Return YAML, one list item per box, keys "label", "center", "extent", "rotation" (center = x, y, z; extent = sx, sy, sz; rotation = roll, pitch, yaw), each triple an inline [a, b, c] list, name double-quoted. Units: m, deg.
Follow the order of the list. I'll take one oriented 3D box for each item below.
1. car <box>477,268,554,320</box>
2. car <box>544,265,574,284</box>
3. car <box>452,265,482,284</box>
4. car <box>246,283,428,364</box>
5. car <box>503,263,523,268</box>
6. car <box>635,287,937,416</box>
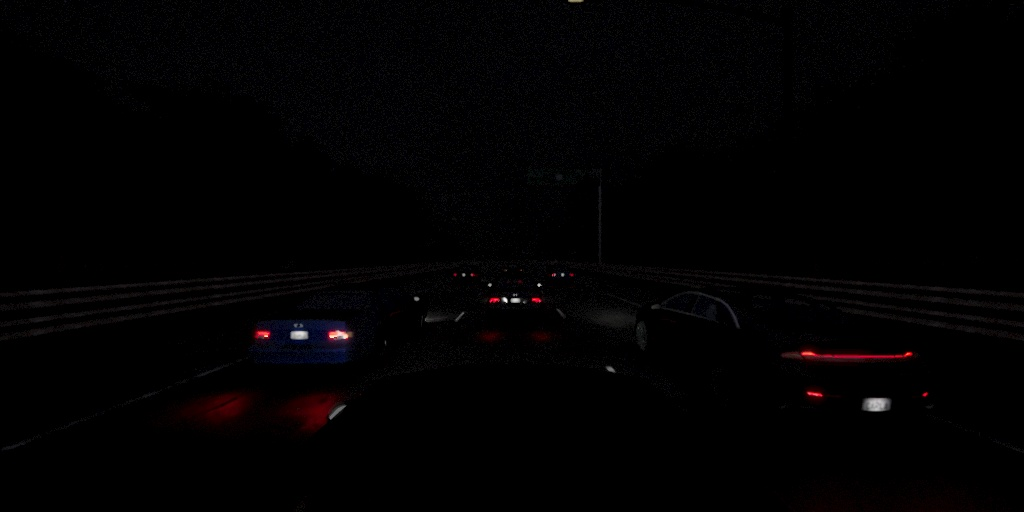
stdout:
- label: "car"
  center: [0.097, 1.338, 12.837]
  extent: [2.033, 1.411, 5.357]
  rotation: [0, 0, 0]
- label: "car"
  center: [3.592, 1.399, 27.922]
  extent: [2.033, 1.411, 5.357]
  rotation: [0, 0, 0]
- label: "car"
  center: [-3.409, 1.398, 27.855]
  extent: [2.033, 1.411, 5.357]
  rotation: [0, 0, 0]
- label: "car"
  center: [-3.403, 1.321, 8.246]
  extent: [2.033, 1.411, 5.357]
  rotation: [0, 0, 0]
- label: "car"
  center: [0.090, 1.406, 34.180]
  extent: [1.812, 1.442, 4.674]
  rotation: [0, 0, 0]
- label: "car"
  center: [3.596, 1.257, 5.960]
  extent: [2.128, 1.511, 4.902]
  rotation: [0, 0, 0]
